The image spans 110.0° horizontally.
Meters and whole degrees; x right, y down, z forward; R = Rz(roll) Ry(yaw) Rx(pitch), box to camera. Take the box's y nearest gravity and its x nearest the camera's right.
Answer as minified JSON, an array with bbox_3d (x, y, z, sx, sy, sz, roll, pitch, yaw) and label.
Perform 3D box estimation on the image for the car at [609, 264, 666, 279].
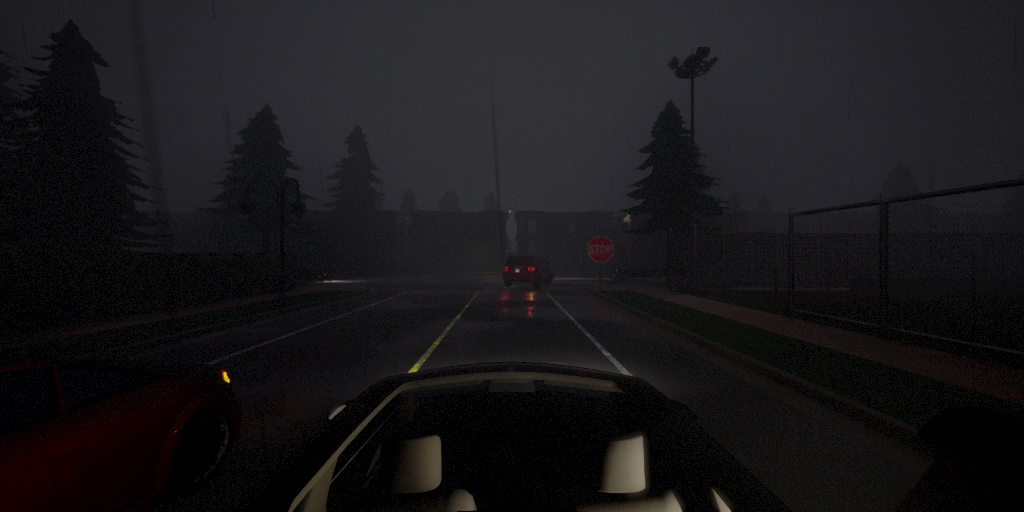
[{"bbox_3d":[10.899,1.301,30.950,4.718,1.301,1.895,0,0,-3],"label":"car"}]

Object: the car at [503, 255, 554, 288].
[{"bbox_3d":[1.162,0.930,23.773,2.150,2.045,5.566,-1,0,18],"label":"car"}]

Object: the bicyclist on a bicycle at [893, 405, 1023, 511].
[{"bbox_3d":[1.418,1.254,0.990,1.656,1.620,0.582,2,0,-1],"label":"bicyclist on a bicycle"}]

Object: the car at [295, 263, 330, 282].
[{"bbox_3d":[-16.171,1.214,27.166,4.181,1.385,1.994,0,0,0],"label":"car"}]

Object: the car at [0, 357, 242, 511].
[{"bbox_3d":[-3.579,1.311,1.700,1.994,1.385,4.181,0,0,0],"label":"car"}]

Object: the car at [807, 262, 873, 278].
[{"bbox_3d":[28.450,1.227,31.246,4.902,1.511,2.128,0,0,0],"label":"car"}]
